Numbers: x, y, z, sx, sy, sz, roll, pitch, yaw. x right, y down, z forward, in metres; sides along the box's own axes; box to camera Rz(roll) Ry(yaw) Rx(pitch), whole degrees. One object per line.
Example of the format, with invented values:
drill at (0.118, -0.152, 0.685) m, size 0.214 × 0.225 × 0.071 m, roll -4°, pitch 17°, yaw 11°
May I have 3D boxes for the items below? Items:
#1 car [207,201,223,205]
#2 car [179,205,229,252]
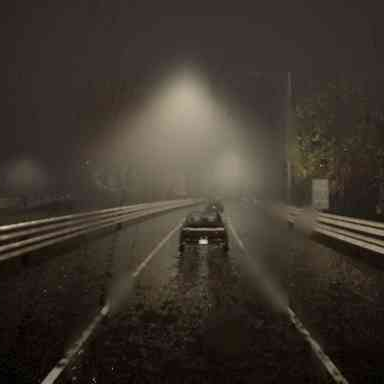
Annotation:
car at (2.701, 1.673, 38.704) m, size 1.994 × 1.385 × 4.181 m, roll 0°, pitch 0°, yaw 7°
car at (0.522, 1.538, 14.096) m, size 2.128 × 1.511 × 4.902 m, roll 0°, pitch 0°, yaw 3°
